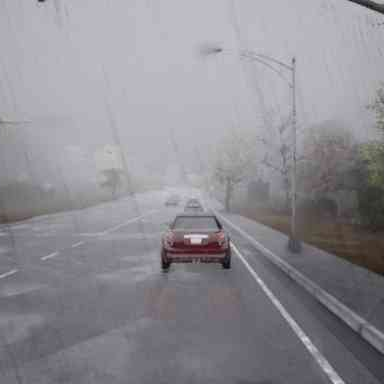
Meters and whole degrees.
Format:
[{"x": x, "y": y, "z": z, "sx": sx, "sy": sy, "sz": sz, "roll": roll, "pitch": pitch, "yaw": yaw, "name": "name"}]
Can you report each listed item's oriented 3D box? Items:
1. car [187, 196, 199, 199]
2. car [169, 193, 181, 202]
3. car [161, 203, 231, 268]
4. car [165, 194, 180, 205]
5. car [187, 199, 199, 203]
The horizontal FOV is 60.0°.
[{"x": 0.168, "y": 1.345, "z": 58.364, "sx": 1.812, "sy": 1.442, "sz": 4.674, "roll": 0, "pitch": 3, "yaw": 1, "name": "car"}, {"x": -3.351, "y": 1.087, "z": 64.857, "sx": 2.033, "sy": 1.411, "sz": 5.357, "roll": 0, "pitch": 2, "yaw": 0, "name": "car"}, {"x": 0.124, "y": 1.454, "z": 11.774, "sx": 2.097, "sy": 1.767, "sz": 4.553, "roll": 0, "pitch": 0, "yaw": 0, "name": "car"}, {"x": -3.375, "y": 1.535, "z": 54.847, "sx": 1.994, "sy": 1.385, "sz": 4.181, "roll": 0, "pitch": 2, "yaw": 0, "name": "car"}, {"x": 0.173, "y": 1.776, "z": 33.149, "sx": 2.128, "sy": 1.511, "sz": 4.902, "roll": 0, "pitch": 0, "yaw": 0, "name": "car"}]
